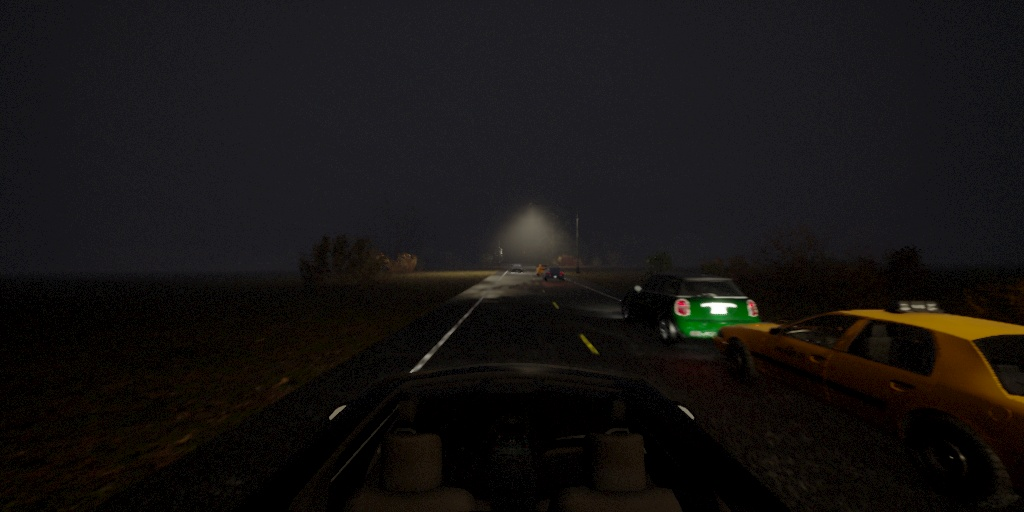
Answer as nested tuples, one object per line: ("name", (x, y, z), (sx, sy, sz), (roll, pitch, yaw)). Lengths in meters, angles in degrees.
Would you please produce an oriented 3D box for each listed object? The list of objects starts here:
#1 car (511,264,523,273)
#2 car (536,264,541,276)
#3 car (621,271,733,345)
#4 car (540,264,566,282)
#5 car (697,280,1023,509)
("car", (0.849, 1.944, 57.666), (2.033, 1.411, 5.357), (1, -1, 1))
("car", (4.178, 1.783, 46.219), (1.882, 1.535, 5.008), (1, 0, 1))
("car", (4.650, 1.252, 10.131), (2.097, 1.767, 4.553), (1, -1, 1))
("car", (4.053, 1.706, 35.333), (1.812, 1.442, 4.674), (1, -1, 2))
("car", (4.558, 1.290, 4.351), (1.801, 1.575, 5.366), (1, -1, 1))
